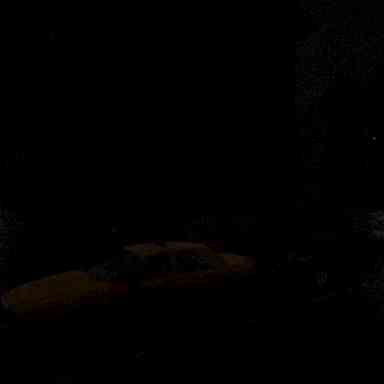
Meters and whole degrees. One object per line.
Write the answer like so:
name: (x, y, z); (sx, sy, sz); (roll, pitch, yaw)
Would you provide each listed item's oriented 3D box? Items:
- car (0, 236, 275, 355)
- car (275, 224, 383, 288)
car: (-0.844, 1.535, 6.056); (4.829, 1.417, 1.752); (0, 0, -36)
car: (3.712, 1.593, 9.324); (4.313, 1.339, 1.947); (0, 0, -36)
